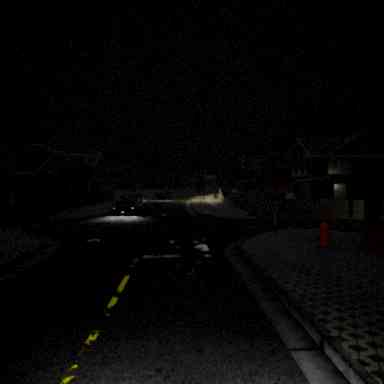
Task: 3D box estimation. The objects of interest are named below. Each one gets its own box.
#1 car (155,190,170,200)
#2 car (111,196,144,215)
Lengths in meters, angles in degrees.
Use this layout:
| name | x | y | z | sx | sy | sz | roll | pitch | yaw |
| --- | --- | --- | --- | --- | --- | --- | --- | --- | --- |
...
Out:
| name | x | y | z | sx | sy | sz | roll | pitch | yaw |
| --- | --- | --- | --- | --- | --- | --- | --- | --- | --- |
| car | -4.499 | 0.400 | 51.566 | 1.882 | 1.535 | 5.008 | 0 | 1 | 3 |
| car | -4.913 | 0.986 | 26.120 | 2.033 | 1.411 | 5.357 | 0 | 1 | -1 |
